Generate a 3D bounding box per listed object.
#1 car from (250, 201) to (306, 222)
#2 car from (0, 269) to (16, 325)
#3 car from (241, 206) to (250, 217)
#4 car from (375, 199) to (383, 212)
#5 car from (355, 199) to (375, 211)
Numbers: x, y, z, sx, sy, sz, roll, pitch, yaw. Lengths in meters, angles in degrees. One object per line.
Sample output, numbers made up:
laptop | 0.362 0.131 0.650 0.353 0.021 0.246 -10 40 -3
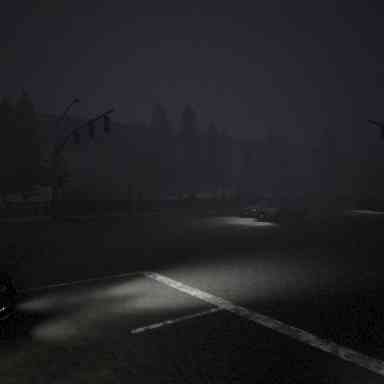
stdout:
car | 7.103 1.526 26.256 4.674 1.442 1.812 0 0 -36
car | -5.114 1.492 4.421 4.902 1.511 2.128 0 0 -35
car | 6.580 1.526 30.183 4.674 1.442 1.812 0 0 -36
car | 23.020 1.526 37.612 4.674 1.442 1.812 0 0 -36
car | 22.513 1.547 41.550 5.357 1.411 2.033 0 0 -36
